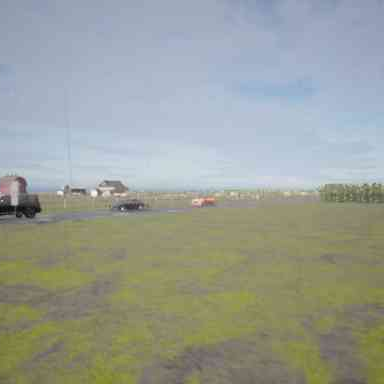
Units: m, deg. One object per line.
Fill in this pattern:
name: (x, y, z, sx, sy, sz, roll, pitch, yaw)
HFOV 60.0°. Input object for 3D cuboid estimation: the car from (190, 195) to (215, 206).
car: (1.689, 1.311, 52.311, 2.097, 1.767, 4.553, 1, 0, 34)

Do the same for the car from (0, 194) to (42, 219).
car: (-15.194, 1.200, 27.196, 2.150, 2.045, 5.566, 1, 0, 33)

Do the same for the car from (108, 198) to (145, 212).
car: (-7.573, 1.472, 38.583, 1.837, 1.490, 4.892, 1, 0, 34)
